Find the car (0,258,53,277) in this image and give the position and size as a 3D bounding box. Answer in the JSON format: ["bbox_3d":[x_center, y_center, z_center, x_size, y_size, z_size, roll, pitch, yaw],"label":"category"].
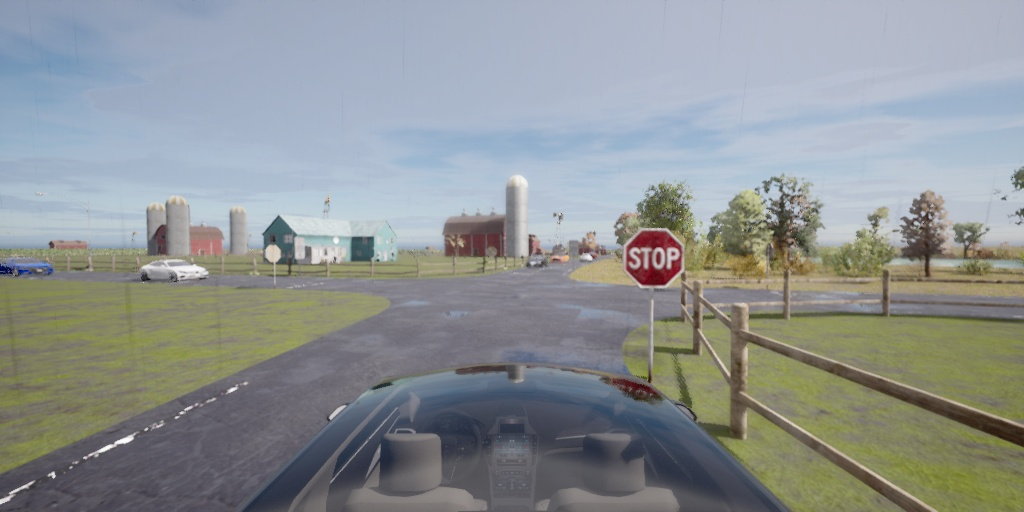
[{"bbox_3d":[-40.530,0.884,29.704,5.008,1.535,1.882,0,1,17],"label":"car"}]

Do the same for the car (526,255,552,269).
[{"bbox_3d":[2.912,0.613,41.287,2.128,1.511,4.902,0,1,16],"label":"car"}]

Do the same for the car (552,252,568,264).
[{"bbox_3d":[7.342,0.253,55.363,2.097,1.767,4.553,0,1,19],"label":"car"}]

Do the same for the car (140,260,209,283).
[{"bbox_3d":[-22.866,0.969,24.229,4.674,1.442,1.812,0,1,17],"label":"car"}]
